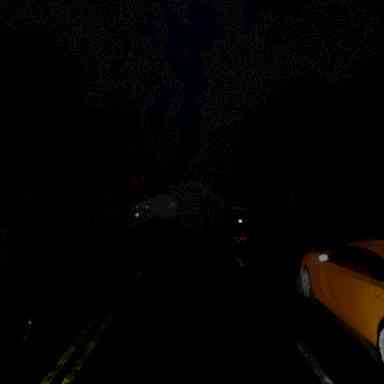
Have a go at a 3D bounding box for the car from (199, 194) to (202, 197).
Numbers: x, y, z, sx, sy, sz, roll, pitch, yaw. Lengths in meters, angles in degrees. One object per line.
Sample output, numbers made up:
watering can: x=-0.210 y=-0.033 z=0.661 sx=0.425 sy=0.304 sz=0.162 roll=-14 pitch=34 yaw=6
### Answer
car: x=3.183 y=1.851 z=81.706 sx=1.994 sy=1.385 sz=4.181 roll=0 pitch=1 yaw=0

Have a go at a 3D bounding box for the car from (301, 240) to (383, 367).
car: x=3.347 y=1.526 z=5.451 sx=1.882 sy=1.535 sz=5.008 roll=0 pitch=-1 yaw=0

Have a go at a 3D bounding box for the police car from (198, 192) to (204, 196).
police car: x=3.174 y=1.486 z=92.809 sx=1.930 sy=1.638 sz=5.238 roll=0 pitch=1 yaw=0

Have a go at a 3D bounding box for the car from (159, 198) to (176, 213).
car: x=-3.369 y=1.797 z=46.620 sx=2.150 sy=2.045 sz=5.566 roll=0 pitch=-1 yaw=0

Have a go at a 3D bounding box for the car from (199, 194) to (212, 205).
car: x=3.193 y=1.917 z=70.709 sx=2.033 sy=1.649 sz=4.856 roll=0 pitch=1 yaw=0

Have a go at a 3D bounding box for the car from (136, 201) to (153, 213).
car: x=-6.618 y=2.049 z=46.405 sx=1.882 sy=1.535 sz=5.008 roll=0 pitch=-1 yaw=0

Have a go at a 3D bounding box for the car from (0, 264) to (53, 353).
car: x=-3.352 y=1.579 z=3.537 sx=2.033 sy=1.411 sz=5.357 roll=0 pitch=0 yaw=0

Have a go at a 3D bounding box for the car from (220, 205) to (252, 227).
car: x=3.330 y=1.795 z=25.374 sx=1.837 sy=1.490 sz=4.892 roll=0 pitch=-1 yaw=0
